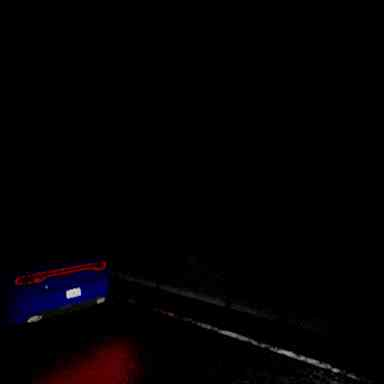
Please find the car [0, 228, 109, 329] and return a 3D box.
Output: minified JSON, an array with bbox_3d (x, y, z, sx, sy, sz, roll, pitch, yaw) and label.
[{"bbox_3d":[-3.778,1.512,7.117,5.008,1.535,1.882,0,0,42],"label":"car"}]
